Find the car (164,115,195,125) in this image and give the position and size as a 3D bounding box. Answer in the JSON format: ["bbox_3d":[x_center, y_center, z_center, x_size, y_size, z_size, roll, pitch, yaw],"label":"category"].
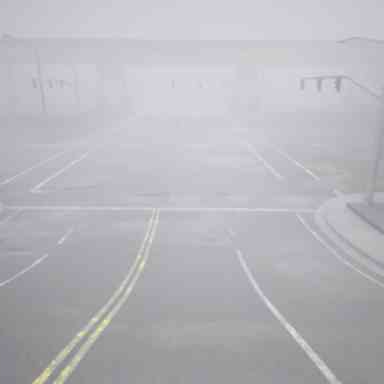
[{"bbox_3d":[-1.941,-11.342,52.084,4.536,1.218,1.853,-12,21,-33],"label":"car"}]

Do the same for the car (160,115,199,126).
[{"bbox_3d":[-1.983,-11.182,52.103,4.974,1.542,2.038,-12,21,-33],"label":"car"}]

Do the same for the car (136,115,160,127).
[{"bbox_3d":[-6.591,-11.205,52.178,4.974,1.542,2.038,17,24,42],"label":"car"}]

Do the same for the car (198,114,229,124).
[{"bbox_3d":[3.352,-11.550,52.732,4.536,1.218,1.853,10,20,28],"label":"car"}]

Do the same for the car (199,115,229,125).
[{"bbox_3d":[3.398,-11.392,52.755,4.974,1.542,2.038,10,20,28],"label":"car"}]

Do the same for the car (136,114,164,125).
[{"bbox_3d":[-6.628,-11.366,52.165,4.536,1.218,1.853,17,24,42],"label":"car"}]
